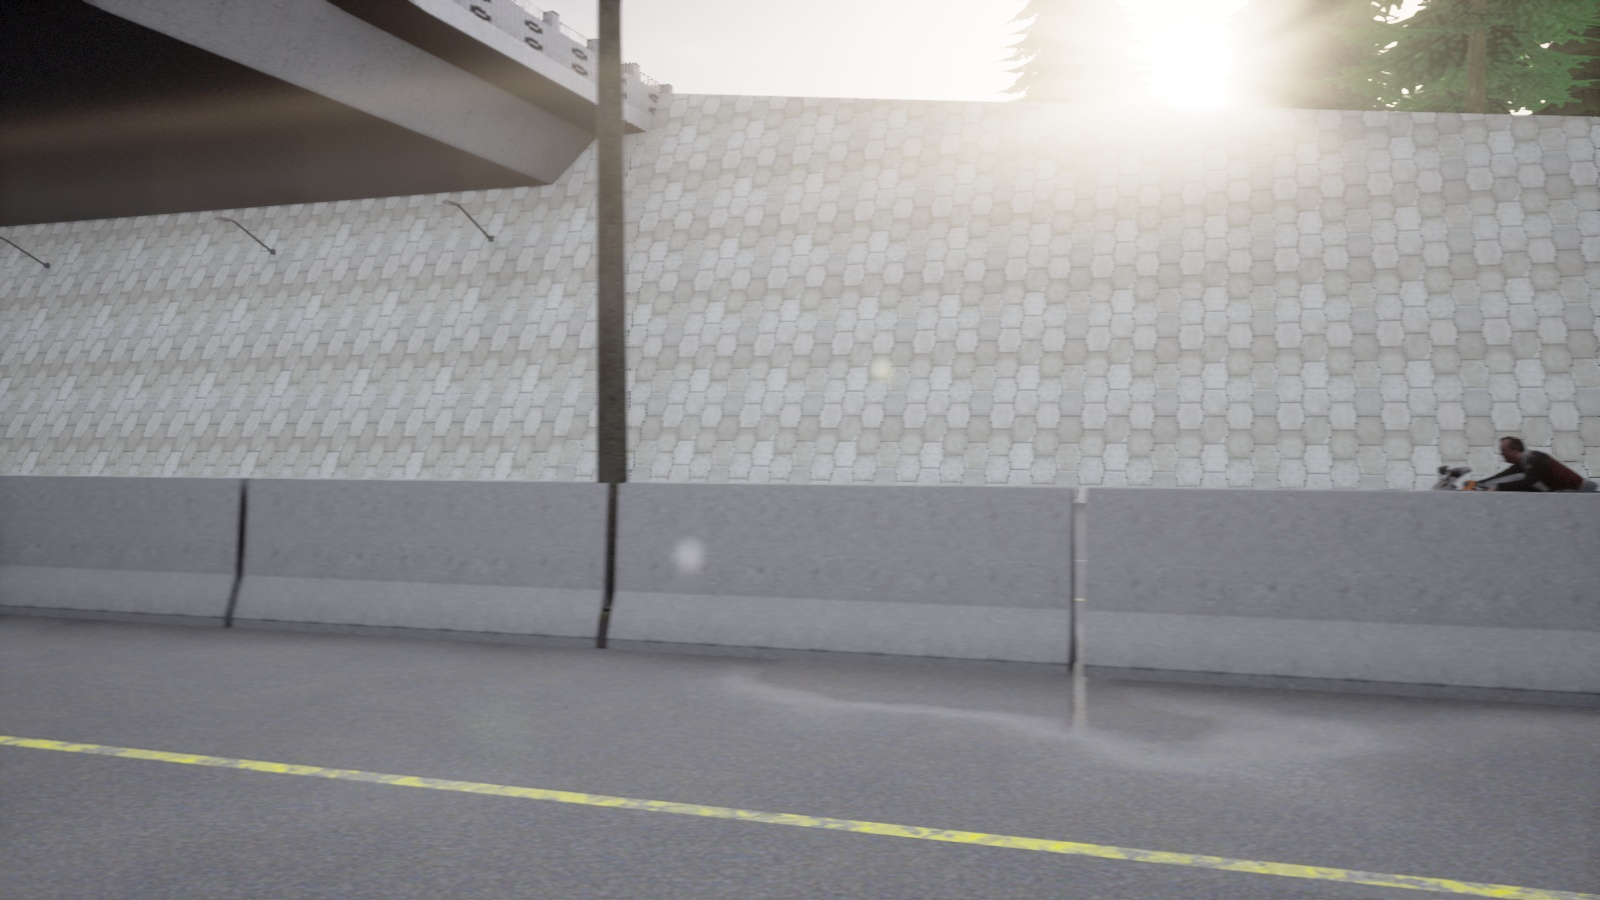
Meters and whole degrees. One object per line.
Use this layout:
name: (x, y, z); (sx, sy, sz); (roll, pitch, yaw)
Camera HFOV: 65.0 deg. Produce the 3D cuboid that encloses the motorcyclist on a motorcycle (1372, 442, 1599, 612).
motorcyclist on a motorcycle: (6.728, 0.694, 12.007); (2.191, 1.530, 0.866); (0, 1, 19)
